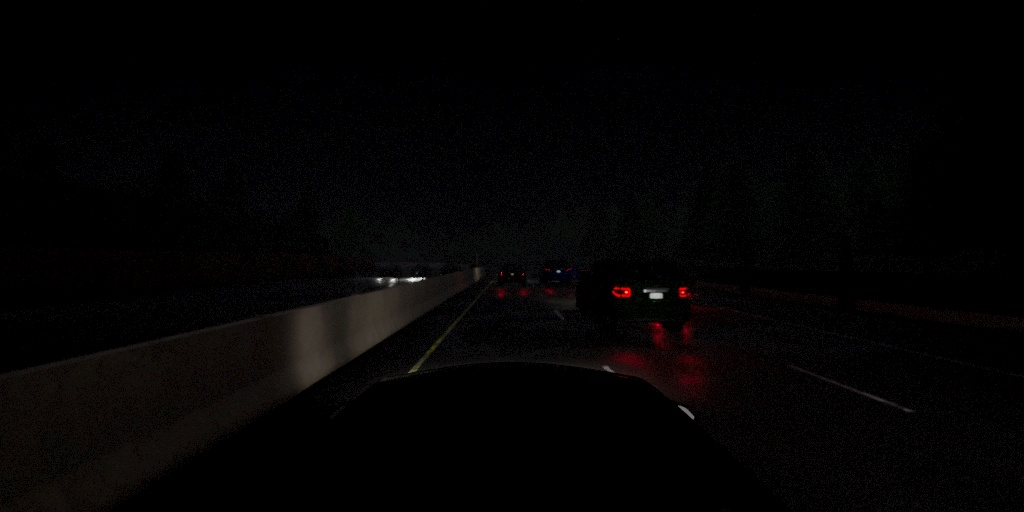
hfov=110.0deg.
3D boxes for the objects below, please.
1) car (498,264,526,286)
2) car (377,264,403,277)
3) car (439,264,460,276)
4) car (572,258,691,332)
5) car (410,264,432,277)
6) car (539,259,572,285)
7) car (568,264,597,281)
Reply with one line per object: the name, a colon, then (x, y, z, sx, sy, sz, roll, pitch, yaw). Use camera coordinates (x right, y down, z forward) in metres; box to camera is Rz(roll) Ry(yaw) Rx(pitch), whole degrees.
car: (0.018, 1.416, 28.778, 2.097, 1.767, 4.553, 0, -1, 0)
car: (-14.298, 1.728, 42.412, 1.812, 1.442, 4.674, 0, -1, -1)
car: (-7.304, 1.689, 42.266, 1.882, 1.535, 5.008, 0, -1, -1)
car: (3.566, 1.094, 11.554, 2.150, 2.045, 5.566, 0, 0, 0)
car: (-10.816, 1.706, 42.975, 2.128, 1.511, 4.902, 0, -1, -1)
car: (3.517, 1.304, 29.741, 2.150, 2.045, 5.566, 0, -1, 0)
car: (6.995, 1.639, 36.161, 1.882, 1.535, 5.008, 0, -1, 0)
